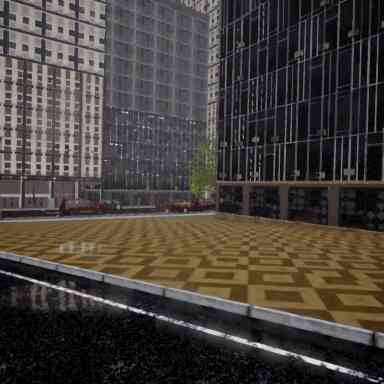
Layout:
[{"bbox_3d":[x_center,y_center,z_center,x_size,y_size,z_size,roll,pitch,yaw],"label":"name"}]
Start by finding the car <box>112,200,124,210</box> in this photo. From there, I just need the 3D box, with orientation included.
[{"bbox_3d":[-11.639,1.721,45.996,4.403,1.369,2.008,1,1,-34],"label":"car"}]

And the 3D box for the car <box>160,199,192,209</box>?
[{"bbox_3d":[-2.424,1.785,52.305,4.829,1.417,1.752,1,1,-34],"label":"car"}]

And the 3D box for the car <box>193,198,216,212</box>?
[{"bbox_3d":[2.171,1.782,45.896,5.009,1.841,2.192,1,1,-34],"label":"car"}]

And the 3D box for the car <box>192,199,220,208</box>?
[{"bbox_3d":[2.393,1.873,55.605,4.313,1.339,1.947,1,1,-34],"label":"car"}]

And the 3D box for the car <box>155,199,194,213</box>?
[{"bbox_3d":[-2.512,1.966,42.698,4.507,1.381,1.887,1,1,-34],"label":"car"}]

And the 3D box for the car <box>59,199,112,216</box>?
[{"bbox_3d":[-11.861,1.646,36.288,5.009,1.841,2.192,1,1,-34],"label":"car"}]
